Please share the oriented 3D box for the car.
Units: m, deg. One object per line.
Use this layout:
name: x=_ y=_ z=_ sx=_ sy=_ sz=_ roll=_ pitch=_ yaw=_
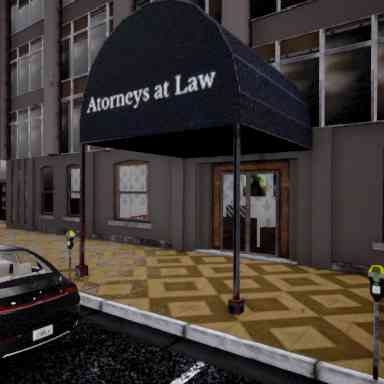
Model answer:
car: x=-3.666 y=1.550 z=5.498 sx=4.403 sy=1.369 sz=2.008 roll=0 pitch=0 yaw=36
